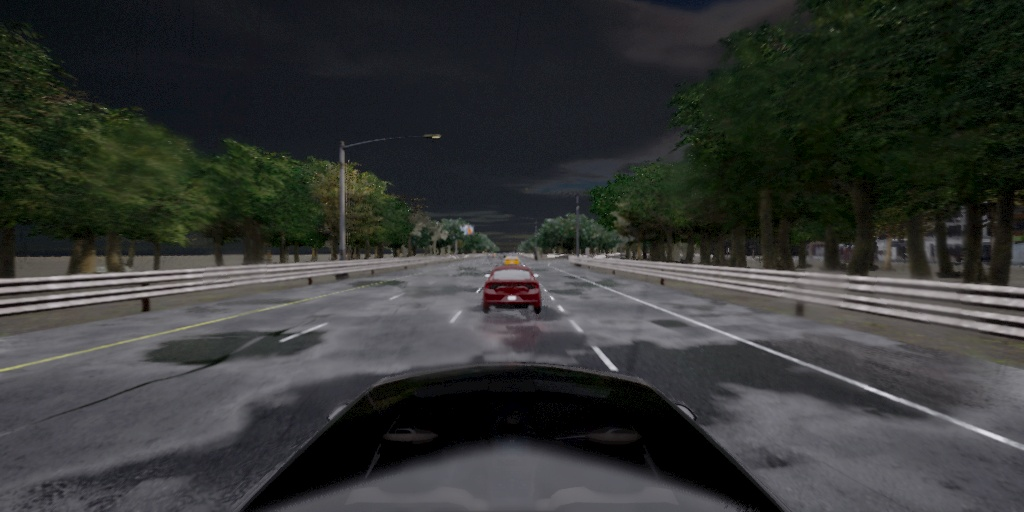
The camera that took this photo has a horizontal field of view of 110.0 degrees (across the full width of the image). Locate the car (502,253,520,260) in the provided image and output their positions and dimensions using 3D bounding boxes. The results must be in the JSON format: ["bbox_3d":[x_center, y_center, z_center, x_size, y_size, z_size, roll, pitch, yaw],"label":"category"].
[{"bbox_3d":[0.009,0.704,49.486,1.882,1.535,5.008,0,1,0],"label":"car"}]

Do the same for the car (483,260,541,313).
[{"bbox_3d":[0.001,1.100,13.394,1.882,1.535,5.008,0,1,0],"label":"car"}]
